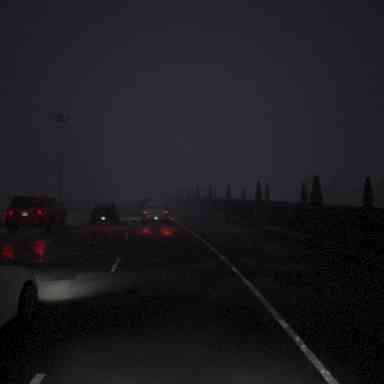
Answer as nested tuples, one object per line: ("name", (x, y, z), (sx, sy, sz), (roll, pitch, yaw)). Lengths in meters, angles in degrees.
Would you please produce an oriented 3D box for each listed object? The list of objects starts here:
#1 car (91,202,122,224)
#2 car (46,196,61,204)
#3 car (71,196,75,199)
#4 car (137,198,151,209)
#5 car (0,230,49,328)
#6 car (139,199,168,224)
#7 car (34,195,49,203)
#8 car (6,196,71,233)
("car", (-6.389, 1.507, 24.805), (1.837, 1.490, 4.892), (0, 0, -10))
("car", (-28.370, 1.556, 68.295), (1.812, 1.442, 4.674), (0, 0, -10))
("car", (-24.392, 1.501, 65.898), (1.882, 1.535, 5.008), (0, 0, -10))
("car", (-5.827, 1.496, 41.880), (1.837, 1.490, 4.892), (0, 0, -10))
("car", (-3.687, 1.533, 4.249), (1.812, 1.442, 4.674), (0, 0, -3))
("car", (-2.784, 1.519, 24.454), (1.812, 1.442, 4.674), (0, 0, -10))
("car", (-32.637, 1.513, 72.325), (1.882, 1.535, 5.008), (0, 0, -10))
("car", (-9.063, 1.233, 19.780), (2.150, 2.045, 5.566), (0, 0, -10))
